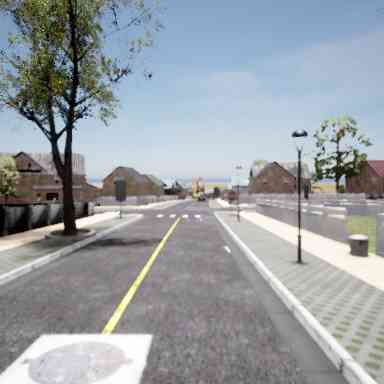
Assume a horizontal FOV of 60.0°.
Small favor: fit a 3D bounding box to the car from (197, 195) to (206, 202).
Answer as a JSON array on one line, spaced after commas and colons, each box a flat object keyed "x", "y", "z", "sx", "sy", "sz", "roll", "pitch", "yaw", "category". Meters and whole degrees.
[{"x": 2.547, "y": 1.674, "z": 86.745, "sx": 2.097, "sy": 1.767, "sz": 4.553, "roll": 0, "pitch": -1, "yaw": 3, "category": "car"}]
